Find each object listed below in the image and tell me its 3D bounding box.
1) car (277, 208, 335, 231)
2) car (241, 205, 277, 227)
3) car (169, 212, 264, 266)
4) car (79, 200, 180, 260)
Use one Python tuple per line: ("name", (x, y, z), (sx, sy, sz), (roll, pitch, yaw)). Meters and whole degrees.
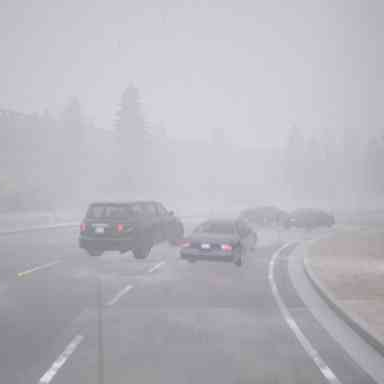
("car", (7.986, 1.781, 22.641), (4.181, 1.385, 1.994), (0, -1, -42))
("car", (5.611, 1.748, 25.213), (4.892, 1.490, 1.837), (0, -1, -42))
("car", (1.185, 1.664, 12.190), (2.033, 1.411, 5.357), (0, -1, 18))
("car", (-2.140, 1.343, 13.290), (2.150, 2.045, 5.566), (0, 0, 18))
